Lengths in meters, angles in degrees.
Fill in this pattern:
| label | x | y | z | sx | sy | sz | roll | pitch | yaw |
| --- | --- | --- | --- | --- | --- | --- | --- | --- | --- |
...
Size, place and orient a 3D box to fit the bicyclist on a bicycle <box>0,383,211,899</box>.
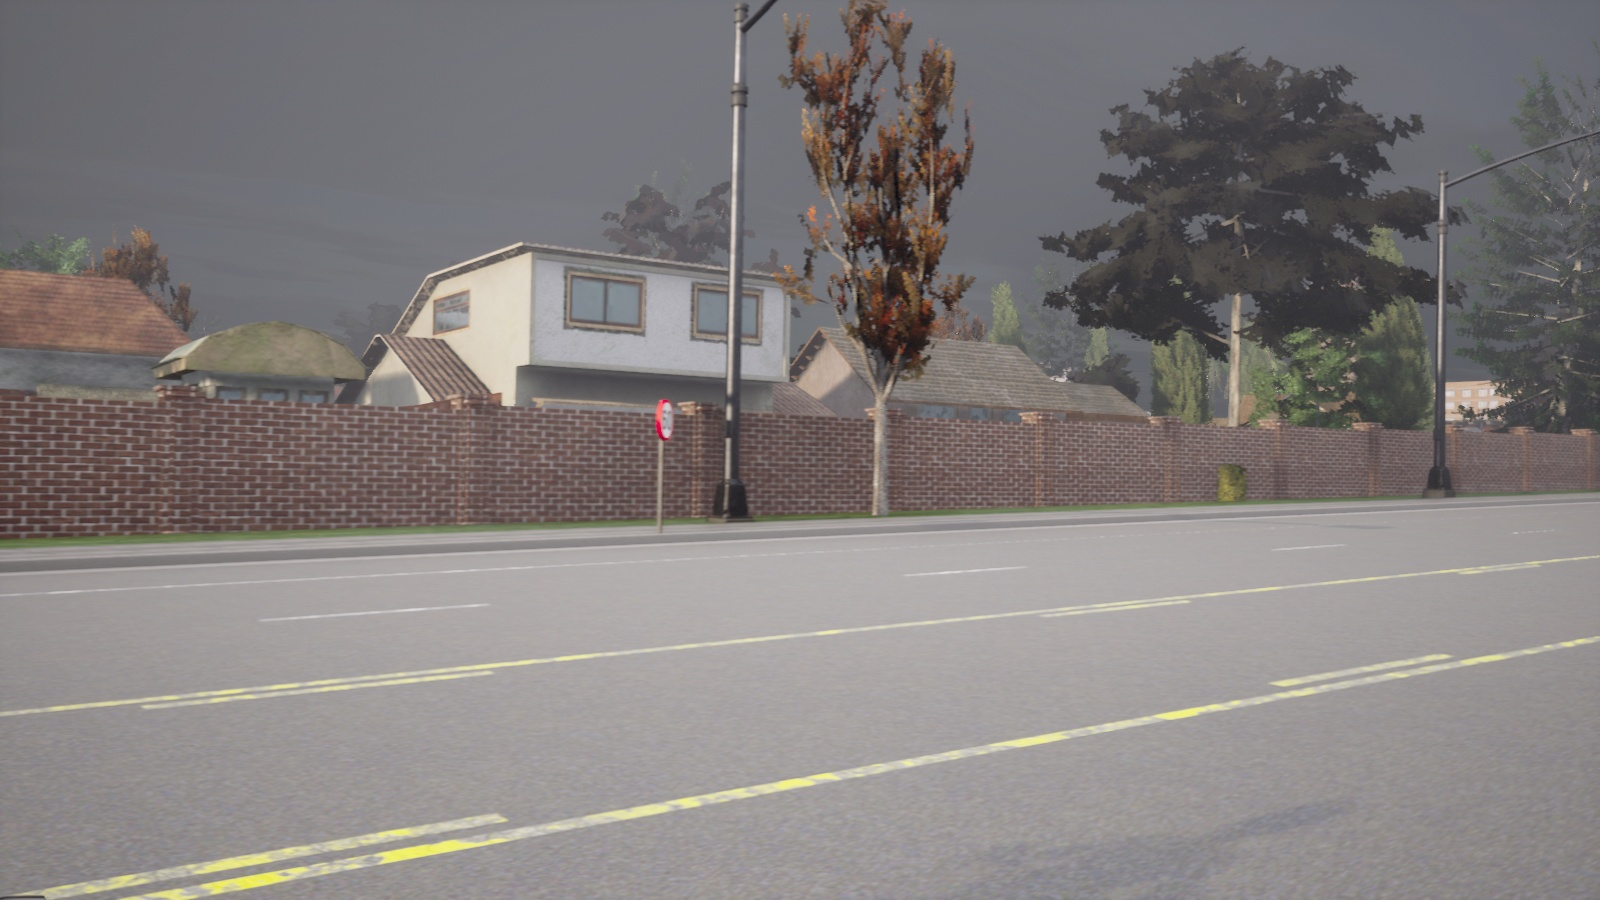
| label | x | y | z | sx | sy | sz | roll | pitch | yaw |
| --- | --- | --- | --- | --- | --- | --- | --- | --- | --- |
| bicyclist on a bicycle | -1.974 | 0.691 | 2.280 | 1.509 | 1.612 | 0.866 | 0 | 0 | -35 |
